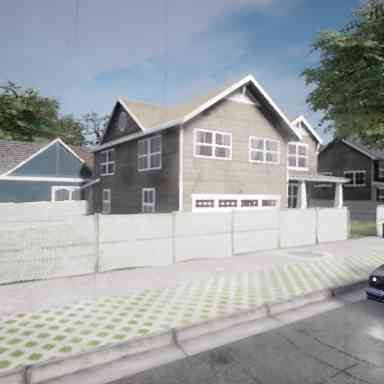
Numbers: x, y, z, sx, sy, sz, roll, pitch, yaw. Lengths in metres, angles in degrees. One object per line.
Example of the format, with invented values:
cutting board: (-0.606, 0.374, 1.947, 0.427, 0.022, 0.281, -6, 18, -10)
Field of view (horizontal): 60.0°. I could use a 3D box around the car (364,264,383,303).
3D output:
car: (5.965, 1.599, 7.121, 5.357, 1.411, 2.033, 0, 0, -33)
